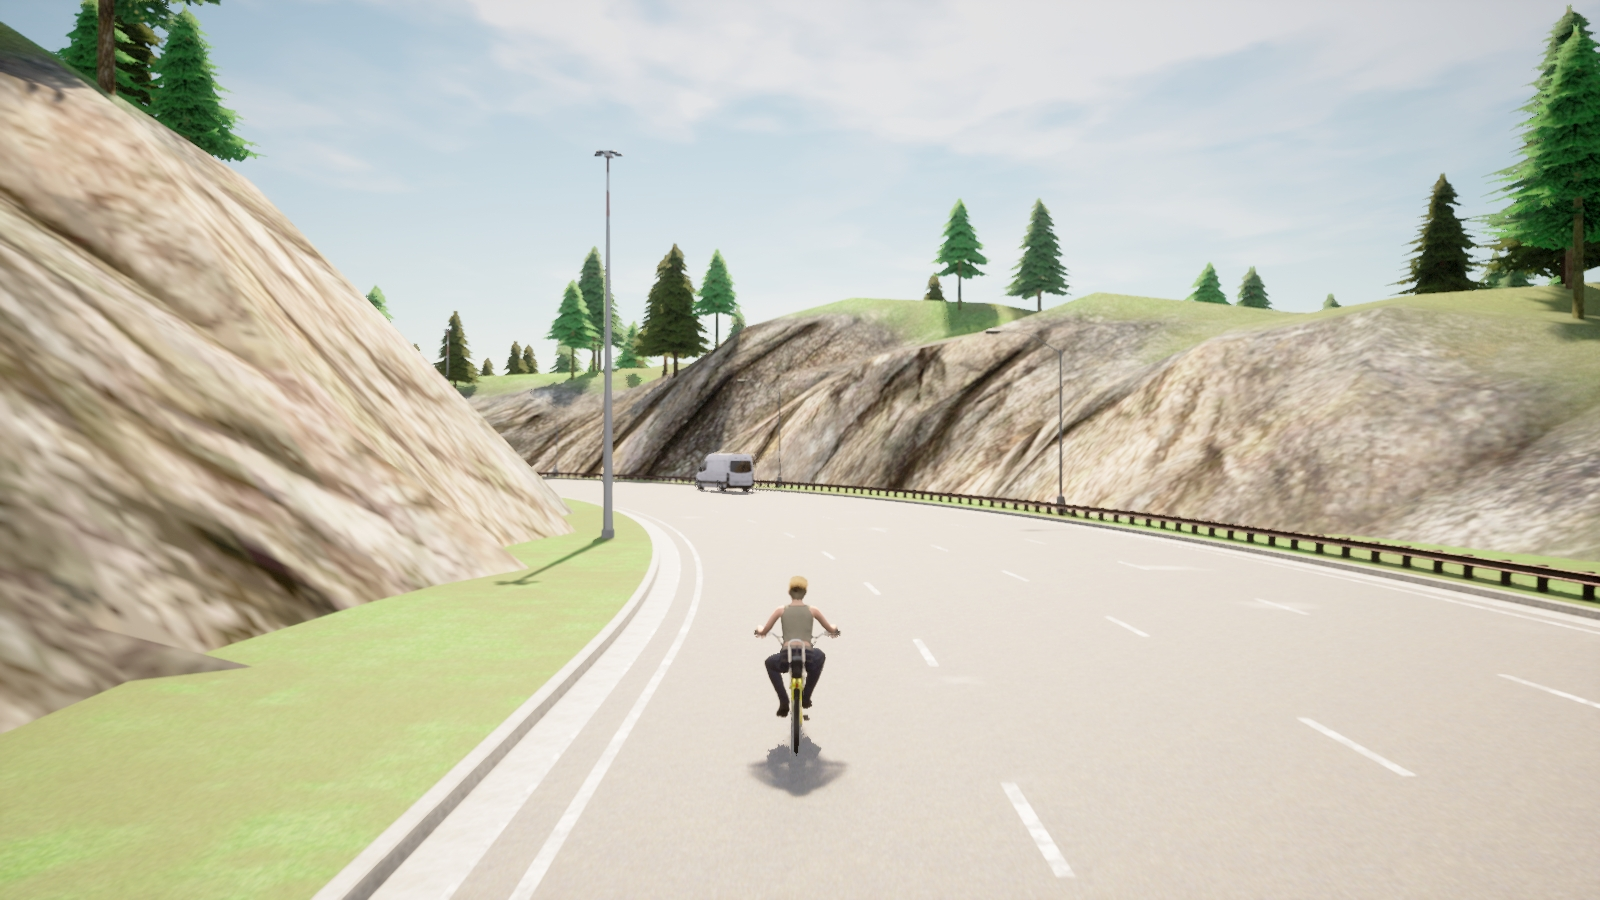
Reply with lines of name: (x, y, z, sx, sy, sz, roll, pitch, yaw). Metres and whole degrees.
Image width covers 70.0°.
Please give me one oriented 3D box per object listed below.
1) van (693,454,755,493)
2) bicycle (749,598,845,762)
van: (-5.215, 1.534, 77.404, 1.988, 2.561, 5.915, 0, 0, -28)
bicycle: (-0.026, 2.158, 10.983, 0.859, 1.276, 1.487, 0, 0, 0)
